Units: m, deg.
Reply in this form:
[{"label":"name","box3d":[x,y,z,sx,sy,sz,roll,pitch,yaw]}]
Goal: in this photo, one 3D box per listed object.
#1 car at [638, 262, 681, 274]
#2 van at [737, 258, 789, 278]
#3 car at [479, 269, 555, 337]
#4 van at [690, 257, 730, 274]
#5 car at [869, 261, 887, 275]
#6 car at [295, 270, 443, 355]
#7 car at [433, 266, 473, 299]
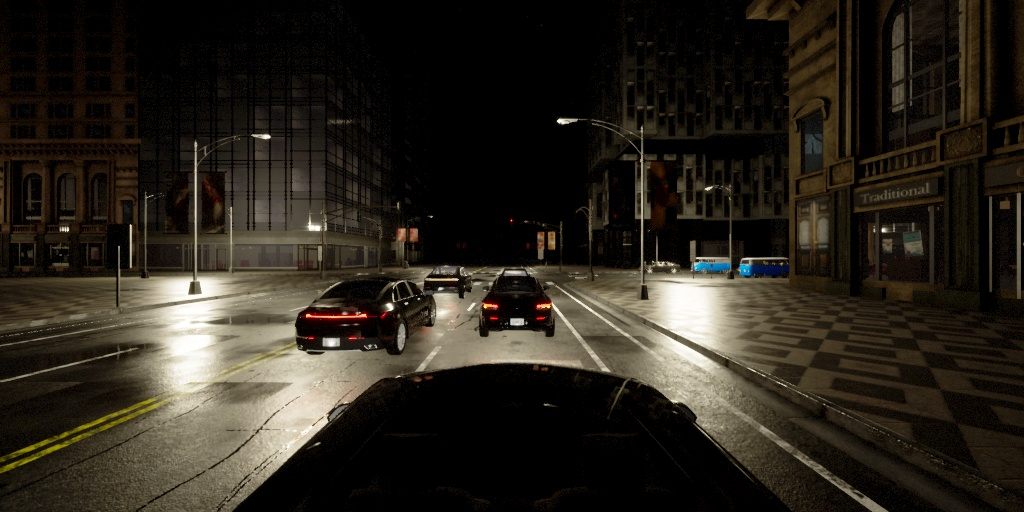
[{"label":"car","box3d":[15.985,1.263,38.898,4.403,1.370,2.007,0,0,0]},{"label":"van","box3d":[21.544,1.032,30.332,3.998,1.789,1.690,0,0,0]},{"label":"car","box3d":[0.124,1.276,10.147,1.812,1.442,4.674,0,0,0]},{"label":"van","box3d":[21.604,1.042,38.857,3.998,1.789,1.690,0,0,0]},{"label":"car","box3d":[32.781,1.252,30.251,4.207,1.307,1.802,0,0,0]},{"label":"car","box3d":[-3.133,1.255,8.652,1.837,1.490,4.892,0,0,0]},{"label":"car","box3d":[-3.104,1.241,18.067,2.128,1.511,4.902,0,0,0]}]
